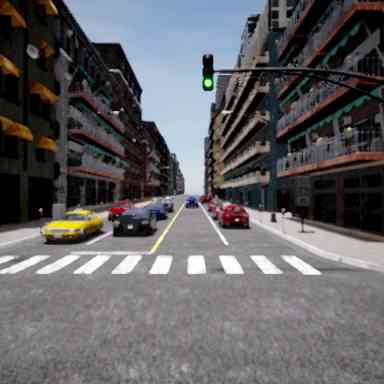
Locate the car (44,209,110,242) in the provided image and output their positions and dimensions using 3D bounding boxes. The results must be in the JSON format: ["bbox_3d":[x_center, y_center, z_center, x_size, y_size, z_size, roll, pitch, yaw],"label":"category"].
[{"bbox_3d":[-5.680,1.531,16.482,1.752,1.417,4.829,1,0,0],"label":"car"}]

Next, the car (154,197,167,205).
[{"bbox_3d":[-5.677,1.569,60.840,1.887,1.381,4.507,1,0,0],"label":"car"}]

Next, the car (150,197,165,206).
[{"bbox_3d":[-5.677,1.572,55.316,2.008,1.369,4.403,1,0,0],"label":"car"}]

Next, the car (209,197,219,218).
[{"bbox_3d":[2.702,1.449,27.684,1.967,1.590,4.097,1,0,0],"label":"car"}]

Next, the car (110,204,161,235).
[{"bbox_3d":[-3.088,1.570,18.625,1.994,1.385,4.181,0,0,0],"label":"car"}]

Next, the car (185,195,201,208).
[{"bbox_3d":[0.006,1.543,48.421,1.812,1.442,4.674,0,0,0],"label":"car"}]

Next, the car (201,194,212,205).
[{"bbox_3d":[2.707,1.339,60.826,2.192,1.841,5.009,1,0,0],"label":"car"}]

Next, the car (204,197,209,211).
[{"bbox_3d":[2.702,1.595,38.731,1.802,1.307,4.206,1,0,0],"label":"car"}]

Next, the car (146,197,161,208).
[{"bbox_3d":[-5.678,1.544,49.623,1.752,1.417,4.829,1,0,0],"label":"car"}]

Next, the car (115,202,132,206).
[{"bbox_3d":[-5.680,1.554,27.699,1.887,1.381,4.507,1,0,0],"label":"car"}]

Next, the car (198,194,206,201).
[{"bbox_3d":[2.708,1.482,88.442,1.967,1.590,4.097,0,0,0],"label":"car"}]

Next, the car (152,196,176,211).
[{"bbox_3d":[-3.082,1.505,38.413,2.128,1.511,4.902,0,0,0],"label":"car"}]

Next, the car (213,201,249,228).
[{"bbox_3d":[2.701,1.551,22.160,1.887,1.381,4.507,1,0,0],"label":"car"}]

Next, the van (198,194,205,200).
[{"bbox_3d":[2.709,1.387,93.966,1.690,1.788,3.998,0,0,0],"label":"van"}]

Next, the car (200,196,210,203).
[{"bbox_3d":[2.705,1.596,71.871,1.947,1.339,4.313,1,0,0],"label":"car"}]

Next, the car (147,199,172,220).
[{"bbox_3d":[-3.086,1.573,28.073,1.994,1.385,4.181,0,0,0],"label":"car"}]
